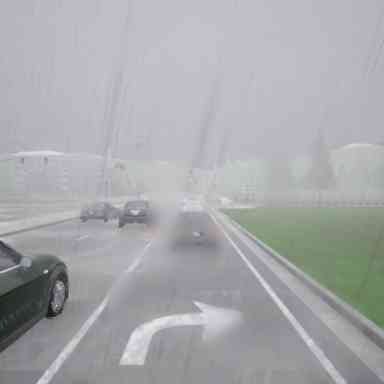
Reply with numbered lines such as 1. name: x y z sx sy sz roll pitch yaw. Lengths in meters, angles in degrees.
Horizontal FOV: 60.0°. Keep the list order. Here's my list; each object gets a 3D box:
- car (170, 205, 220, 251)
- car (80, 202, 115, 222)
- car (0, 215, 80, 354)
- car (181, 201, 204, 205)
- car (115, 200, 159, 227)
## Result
1. car: 0.103 1.503 13.825 2.033 1.411 5.357 0 0 0
2. car: -6.896 1.467 25.256 2.033 1.411 5.357 0 0 0
3. car: -3.399 1.337 4.519 2.097 1.767 4.553 0 0 0
4. car: 0.085 1.437 27.857 1.812 1.442 4.674 0 0 0
5. car: -3.396 1.282 22.072 2.097 1.767 4.553 0 0 0
